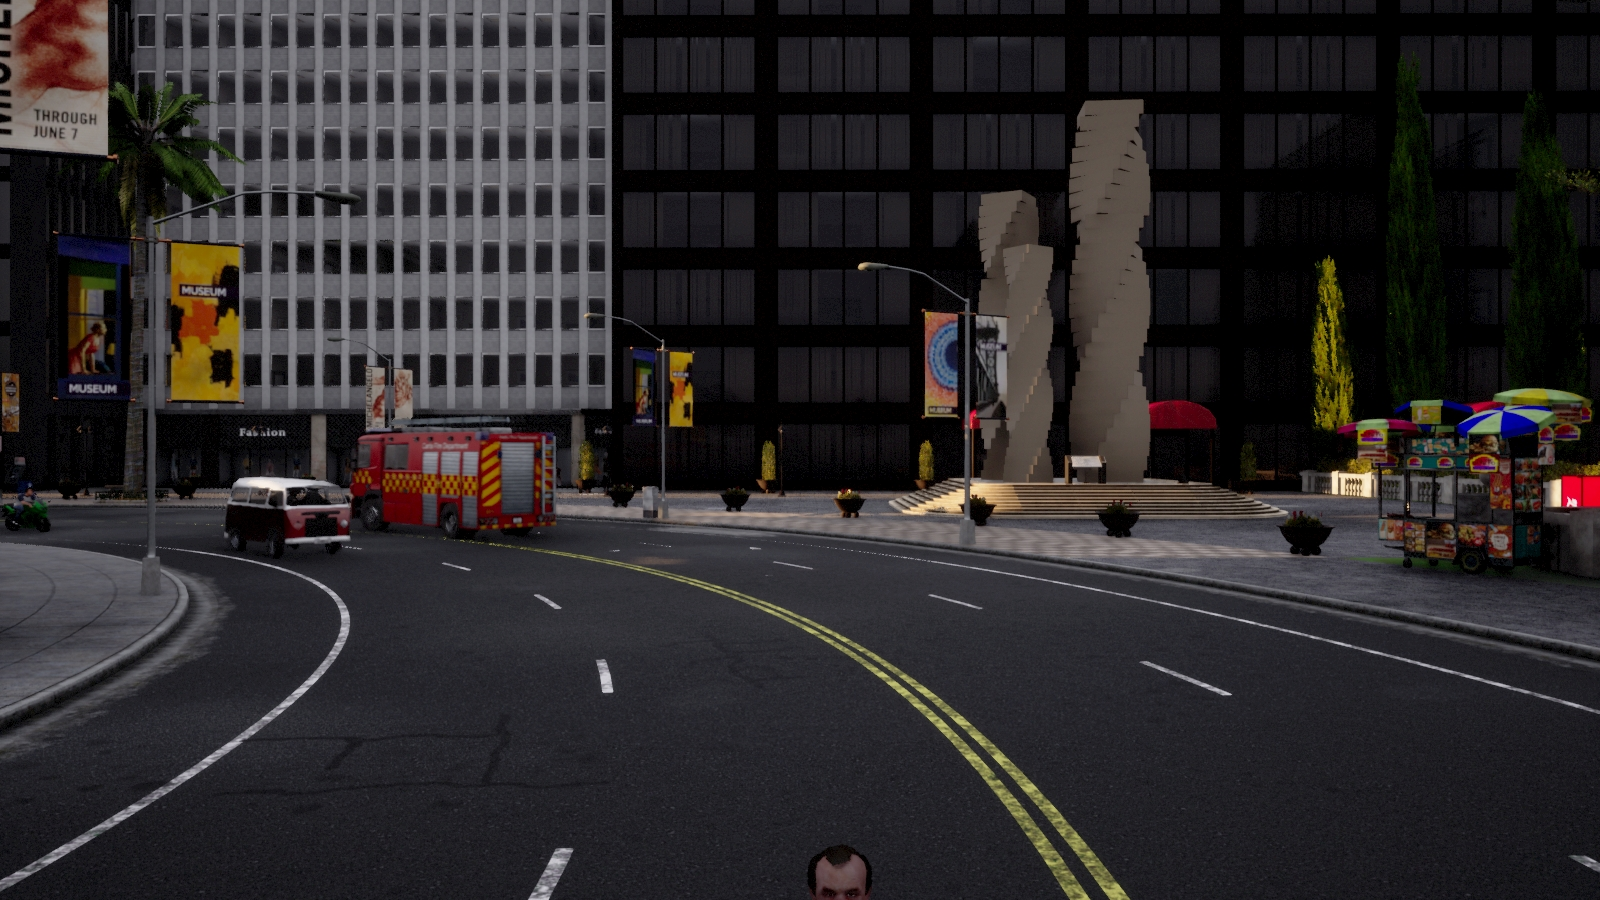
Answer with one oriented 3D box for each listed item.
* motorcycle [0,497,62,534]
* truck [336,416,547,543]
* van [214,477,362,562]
[{"bbox_3d":[-26.063,2.213,38.564,2.033,1.145,0.803,0,1,19],"label":"motorcycle"},{"bbox_3d":[-12.235,0.890,38.455,8.468,3.827,2.891,0,0,42],"label":"truck"},{"bbox_3d":[-13.906,1.782,30.903,4.480,2.038,2.069,0,0,43],"label":"van"}]
